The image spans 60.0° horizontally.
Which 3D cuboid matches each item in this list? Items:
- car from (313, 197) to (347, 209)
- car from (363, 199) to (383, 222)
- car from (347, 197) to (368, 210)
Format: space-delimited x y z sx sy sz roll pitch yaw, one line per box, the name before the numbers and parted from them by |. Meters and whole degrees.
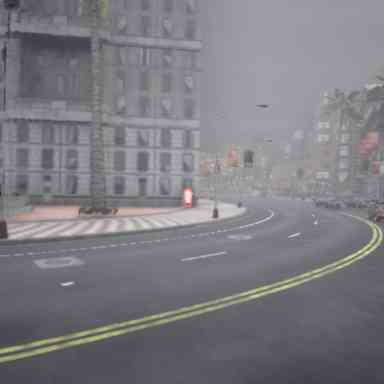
car | 17.136 1.326 42.409 2.128 1.511 4.902 1 1 -3
car | 15.140 1.543 26.065 1.994 1.385 4.181 1 1 18
car | 20.661 1.402 41.277 2.128 1.511 4.902 1 1 -1
